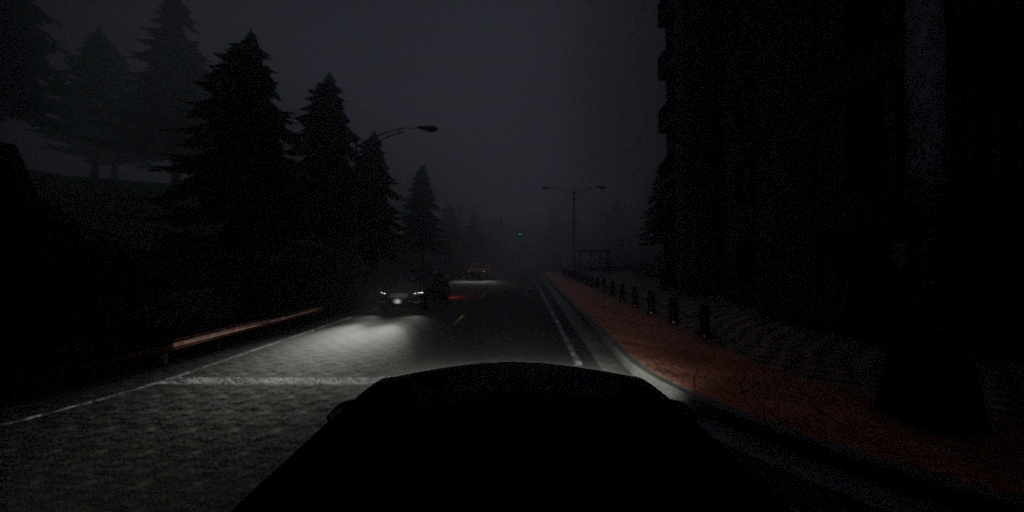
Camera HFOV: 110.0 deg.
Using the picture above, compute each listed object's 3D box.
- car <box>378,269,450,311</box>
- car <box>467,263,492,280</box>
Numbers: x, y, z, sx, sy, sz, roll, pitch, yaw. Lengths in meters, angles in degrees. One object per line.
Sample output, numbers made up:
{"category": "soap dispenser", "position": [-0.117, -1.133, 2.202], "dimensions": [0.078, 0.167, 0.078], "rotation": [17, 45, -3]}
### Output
{"category": "car", "position": [-3.895, 1.328, 14.971], "dimensions": [2.128, 1.511, 4.902], "rotation": [0, 0, 2]}
{"category": "car", "position": [-3.014, 1.403, 33.861], "dimensions": [1.882, 1.535, 5.008], "rotation": [0, 0, 3]}
